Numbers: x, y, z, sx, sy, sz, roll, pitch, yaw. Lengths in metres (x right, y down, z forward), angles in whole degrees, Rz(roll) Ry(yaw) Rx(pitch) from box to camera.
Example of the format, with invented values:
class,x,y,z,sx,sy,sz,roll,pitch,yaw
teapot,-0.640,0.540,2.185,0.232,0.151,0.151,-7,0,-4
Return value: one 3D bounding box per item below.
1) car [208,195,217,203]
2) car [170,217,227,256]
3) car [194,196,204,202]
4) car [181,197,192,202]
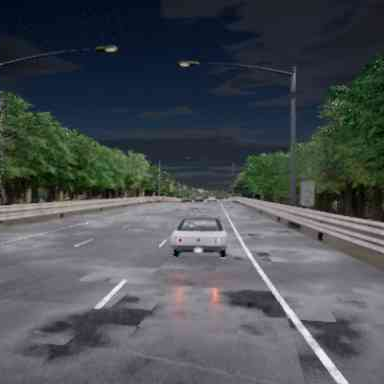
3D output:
class,x,y,z,sx,sy,sz,roll,pitch,yaw
car,5.259,1.721,86.853,2.150,2.045,5.566,0,-2,4
car,0.361,1.612,13.084,1.895,1.301,4.718,0,0,4
car,1.789,1.852,87.432,2.097,1.767,4.553,0,-2,4
car,-1.729,2.017,87.277,2.033,1.411,5.357,0,-2,4
